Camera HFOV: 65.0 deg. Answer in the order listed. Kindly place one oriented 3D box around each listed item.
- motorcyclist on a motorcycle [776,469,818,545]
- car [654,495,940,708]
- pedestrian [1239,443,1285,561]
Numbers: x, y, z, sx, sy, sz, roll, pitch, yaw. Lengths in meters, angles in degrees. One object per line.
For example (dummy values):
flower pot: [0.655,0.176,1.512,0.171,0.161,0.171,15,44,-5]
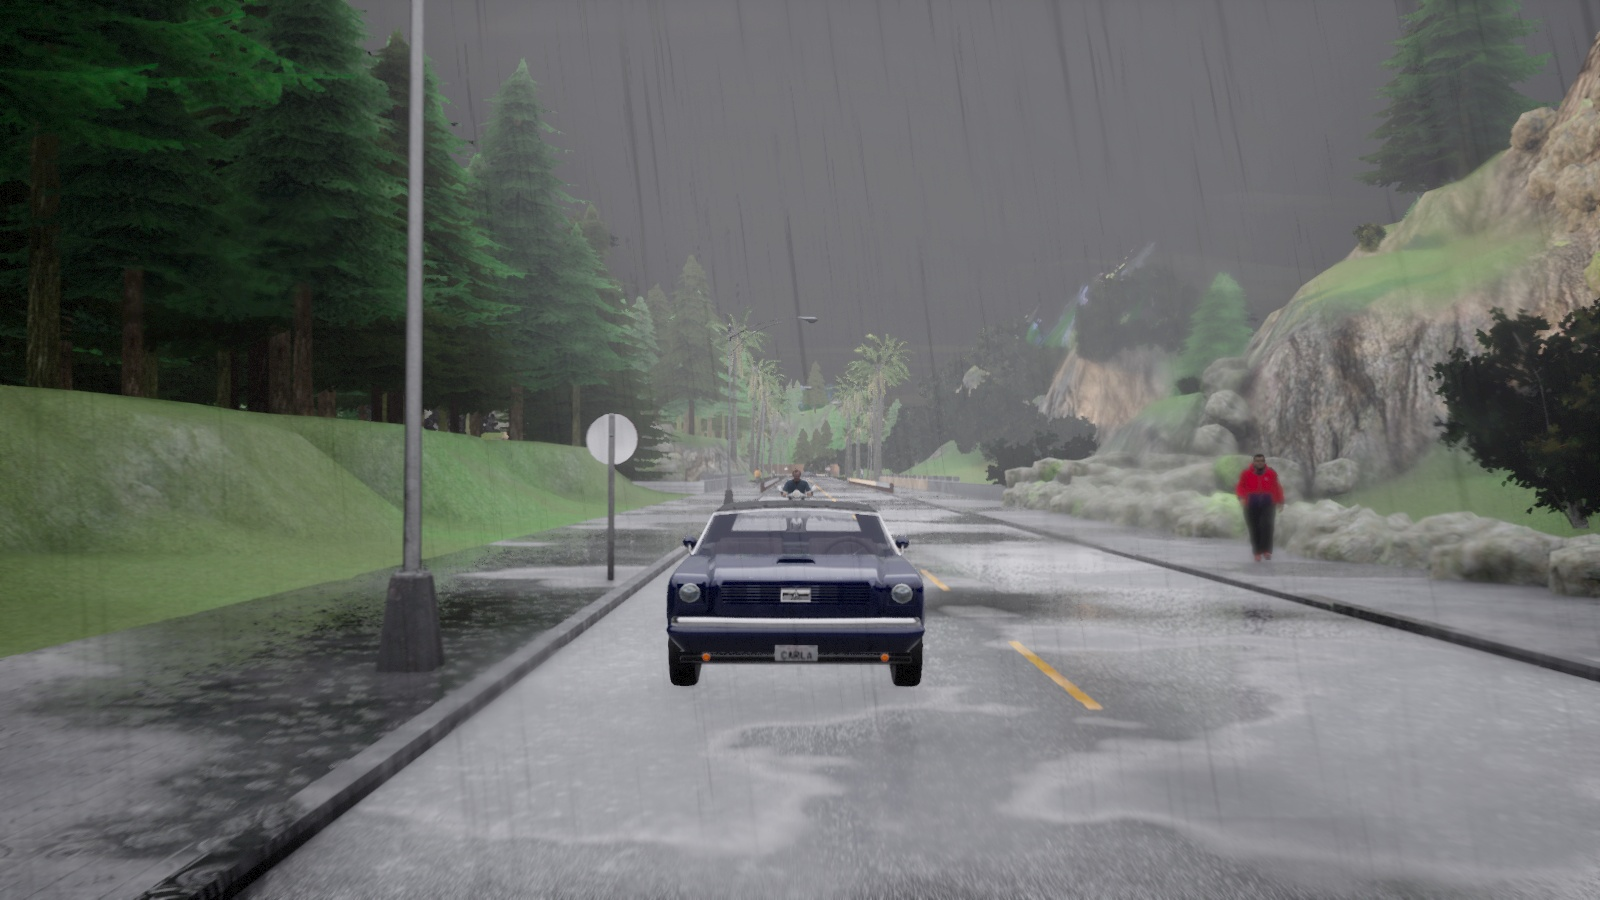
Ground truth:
motorcyclist on a motorcycle: [-0.064,1.217,27.374,0.866,1.590,1.817,0,-1,0]
car: [-0.025,1.090,10.693,1.895,1.301,4.718,0,-1,0]
pedestrian: [7.456,0.827,20.292,0.634,1.844,0.899,-1,-1,17]
